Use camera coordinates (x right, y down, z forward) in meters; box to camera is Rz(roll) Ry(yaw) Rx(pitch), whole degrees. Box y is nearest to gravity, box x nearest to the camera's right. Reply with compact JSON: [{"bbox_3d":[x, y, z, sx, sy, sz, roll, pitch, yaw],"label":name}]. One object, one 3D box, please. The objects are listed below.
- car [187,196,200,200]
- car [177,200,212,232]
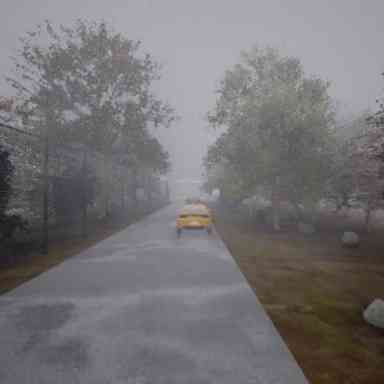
[{"bbox_3d":[0.176,1.340,40.401,2.097,1.767,4.553,0,0,0],"label":"car"},{"bbox_3d":[0.131,1.472,19.922,1.882,1.535,5.008,0,0,0],"label":"car"}]
